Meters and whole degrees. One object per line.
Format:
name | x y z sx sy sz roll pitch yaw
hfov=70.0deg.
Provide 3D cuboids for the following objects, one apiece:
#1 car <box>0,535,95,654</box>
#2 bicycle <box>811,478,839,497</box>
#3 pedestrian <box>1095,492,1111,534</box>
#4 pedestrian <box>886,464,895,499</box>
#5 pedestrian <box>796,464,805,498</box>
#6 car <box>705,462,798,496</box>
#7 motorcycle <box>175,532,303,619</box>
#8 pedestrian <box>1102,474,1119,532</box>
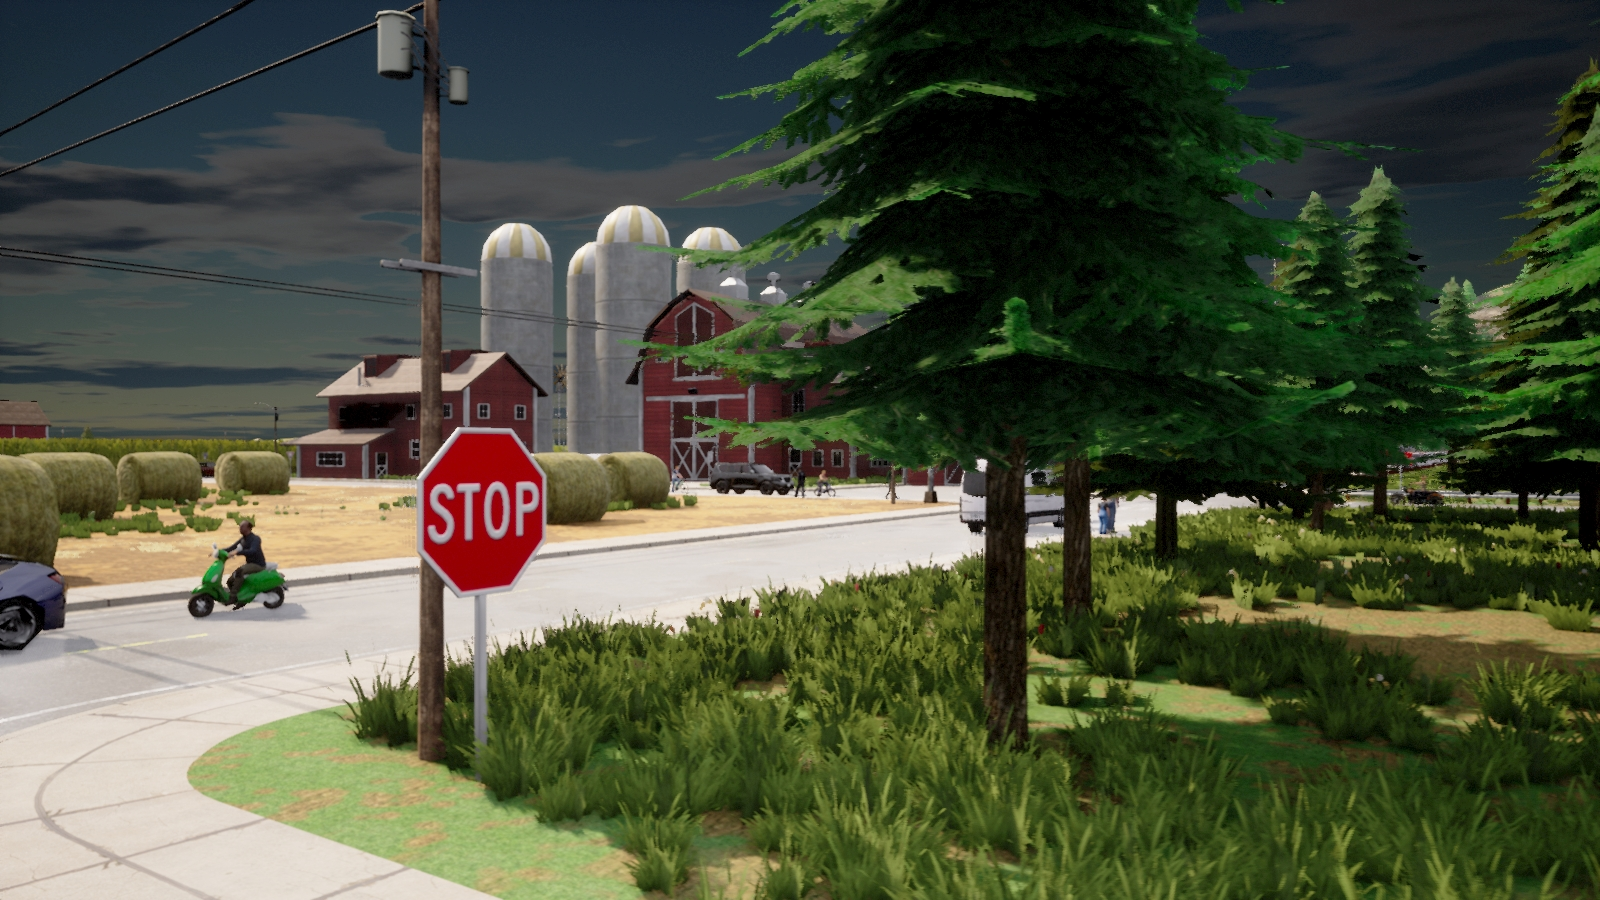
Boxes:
car | -12.564 2.068 15.365 2.163 1.488 4.792 0 0 31
bicycle | 1.495 2.239 68.464 1.487 1.080 0.859 0 0 32
pedestrian | 9.611 1.984 36.235 0.375 1.300 0.375 0 0 -43
pedestrian | 4.820 1.685 60.716 0.375 1.860 0.375 0 0 33
pedestrian | 0.029 1.692 62.398 0.375 1.860 0.375 0 0 -34
car | -3.032 1.774 71.260 5.566 2.045 2.150 0 0 32
motorcycle | -9.747 2.150 19.910 0.856 1.316 1.805 0 0 33
pedestrian | 10.011 1.702 36.846 0.375 1.860 0.375 0 0 44
